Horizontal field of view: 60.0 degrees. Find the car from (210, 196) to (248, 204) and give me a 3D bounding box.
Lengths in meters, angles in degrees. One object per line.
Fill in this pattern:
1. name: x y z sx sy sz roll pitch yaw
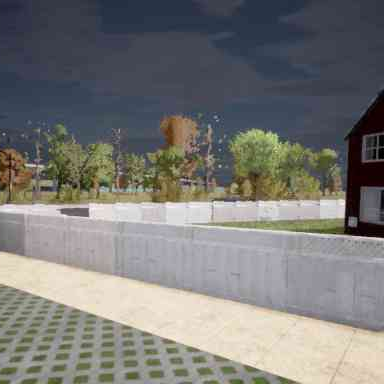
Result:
1. car: 4.619 1.118 41.196 4.718 1.301 1.895 0 2 -18
